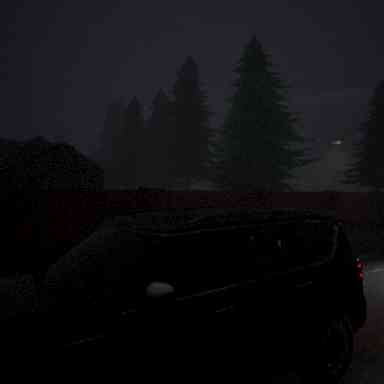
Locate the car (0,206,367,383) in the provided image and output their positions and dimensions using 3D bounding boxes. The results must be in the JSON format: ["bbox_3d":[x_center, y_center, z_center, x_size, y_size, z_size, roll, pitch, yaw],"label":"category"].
[{"bbox_3d":[-0.220,1.232,3.825,5.566,2.045,2.150,0,0,-36],"label":"car"}]
